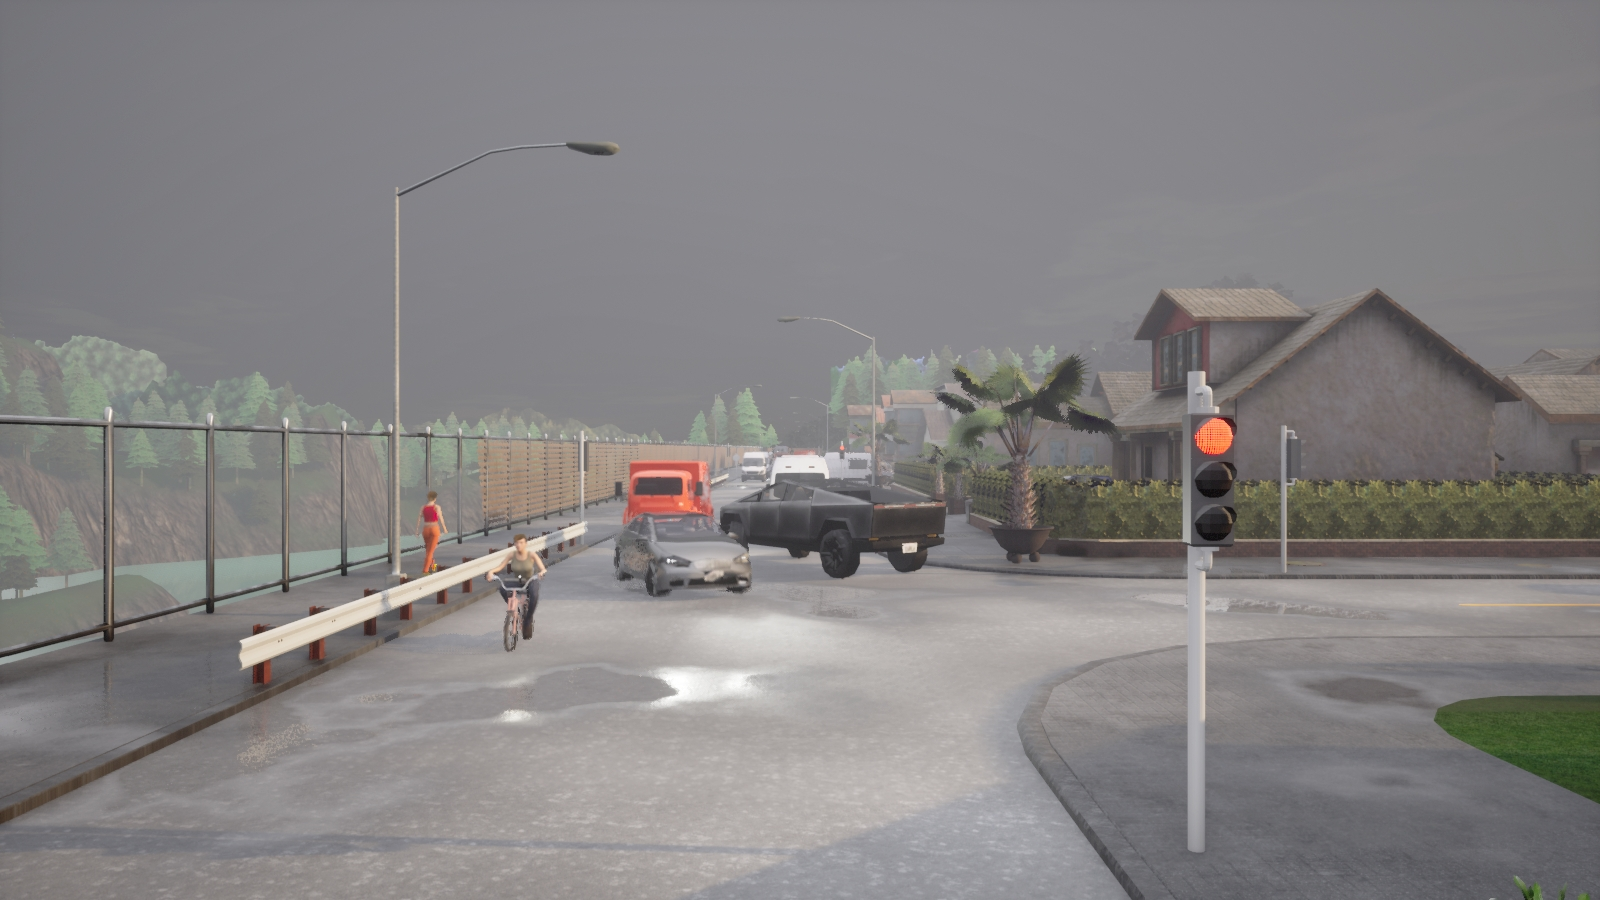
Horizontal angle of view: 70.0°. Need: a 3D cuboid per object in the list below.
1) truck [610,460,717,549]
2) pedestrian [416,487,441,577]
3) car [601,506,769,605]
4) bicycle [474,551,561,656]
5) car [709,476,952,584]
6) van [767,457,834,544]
[{"bbox_3d":[-4.000,1.551,34.508,2.627,2.467,5.204,0,0,0],"label":"truck"},{"bbox_3d":[-7.862,1.729,24.196,0.375,1.860,0.375,0,0,4],"label":"pedestrian"},{"bbox_3d":[-2.481,2.033,23.200,2.128,1.511,4.902,0,0,-22],"label":"car"},{"bbox_3d":[-3.987,2.147,16.231,0.859,1.276,1.487,0,0,0],"label":"bicycle"},{"bbox_3d":[0.520,1.736,26.916,2.390,2.098,6.274,0,0,-36],"label":"car"},{"bbox_3d":[0.006,1.511,36.872,1.988,2.561,5.915,0,0,0],"label":"van"}]
